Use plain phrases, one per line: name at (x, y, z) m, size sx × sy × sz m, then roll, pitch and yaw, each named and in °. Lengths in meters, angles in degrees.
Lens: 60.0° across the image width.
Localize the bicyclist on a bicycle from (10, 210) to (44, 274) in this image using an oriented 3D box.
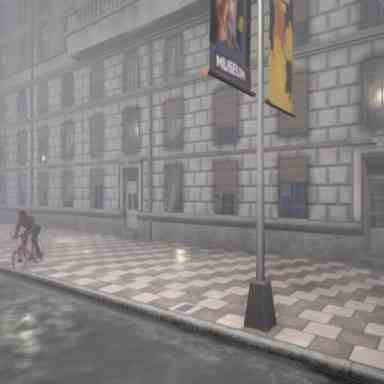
bicyclist on a bicycle at (-4.519, 1.309, 9.178) m, size 0.582 × 1.620 × 1.656 m, roll -4°, pitch 2°, yaw 3°
